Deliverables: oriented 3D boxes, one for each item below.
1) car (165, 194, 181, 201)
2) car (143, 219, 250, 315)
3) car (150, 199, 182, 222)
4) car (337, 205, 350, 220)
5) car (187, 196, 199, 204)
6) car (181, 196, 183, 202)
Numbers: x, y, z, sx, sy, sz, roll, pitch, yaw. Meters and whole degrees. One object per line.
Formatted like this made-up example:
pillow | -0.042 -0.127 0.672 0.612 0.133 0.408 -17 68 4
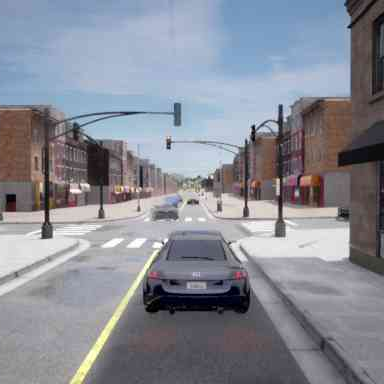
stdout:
car | -2.766 1.304 42.953 1.882 1.535 5.008 0 0 0
car | 0.102 1.556 7.653 1.994 1.385 4.181 0 0 1
car | -2.260 1.523 26.219 1.895 1.301 4.718 0 0 -10
car | 12.201 1.072 21.910 5.008 1.535 1.882 -2 1 0
car | 0.202 1.343 55.515 1.895 1.301 4.718 0 0 0
car | -2.698 1.191 61.399 2.128 1.511 4.902 0 0 0
